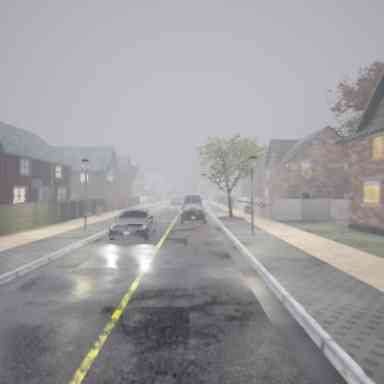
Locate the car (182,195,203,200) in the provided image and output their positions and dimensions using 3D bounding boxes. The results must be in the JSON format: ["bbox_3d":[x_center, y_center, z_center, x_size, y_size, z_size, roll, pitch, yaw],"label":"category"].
[{"bbox_3d":[0.079,1.305,38.439,2.150,2.045,5.566,0,0,0],"label":"car"}]

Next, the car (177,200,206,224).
[{"bbox_3d":[0.088,1.552,24.553,1.812,1.442,4.674,0,0,0],"label":"car"}]

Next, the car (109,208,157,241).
[{"bbox_3d":[-2.847,1.533,16.780,1.812,1.442,4.674,0,0,0],"label":"car"}]

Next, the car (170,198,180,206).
[{"bbox_3d":[-2.815,1.747,58.424,2.033,1.411,5.357,0,0,1],"label":"car"}]
